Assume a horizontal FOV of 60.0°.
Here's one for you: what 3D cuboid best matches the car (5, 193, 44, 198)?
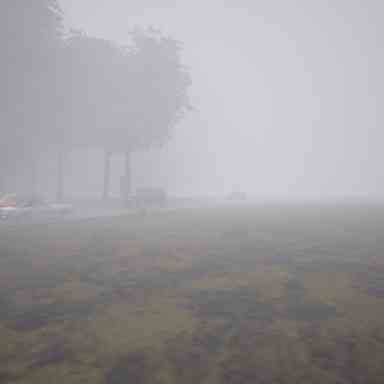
[{"bbox_3d":[-12.695,0.904,24.121,2.097,1.767,4.553,1,2,36],"label":"car"}]

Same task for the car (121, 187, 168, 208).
[{"bbox_3d":[-4.894,0.540,34.962,2.150,2.045,5.566,1,2,36],"label":"car"}]

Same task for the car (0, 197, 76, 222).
[{"bbox_3d":[-10.413,1.205,22.625,1.895,1.301,4.718,1,2,37],"label":"car"}]

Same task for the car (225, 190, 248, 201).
[{"bbox_3d":[6.916,0.529,51.287,1.837,1.490,4.892,1,1,36],"label":"car"}]
